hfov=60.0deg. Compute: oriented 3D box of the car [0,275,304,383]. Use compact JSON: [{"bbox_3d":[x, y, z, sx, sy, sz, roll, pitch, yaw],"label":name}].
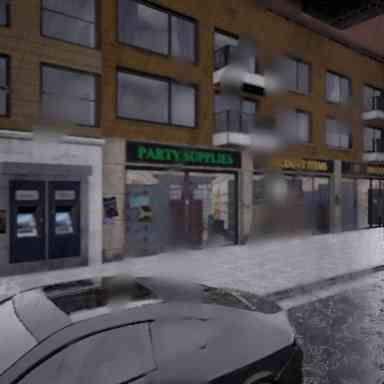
[{"bbox_3d":[-1.022,1.527,2.632,4.674,1.442,1.812,0,0,-36],"label":"car"}]
